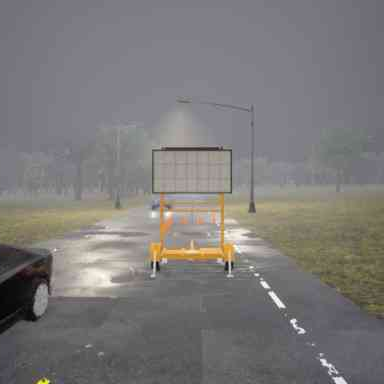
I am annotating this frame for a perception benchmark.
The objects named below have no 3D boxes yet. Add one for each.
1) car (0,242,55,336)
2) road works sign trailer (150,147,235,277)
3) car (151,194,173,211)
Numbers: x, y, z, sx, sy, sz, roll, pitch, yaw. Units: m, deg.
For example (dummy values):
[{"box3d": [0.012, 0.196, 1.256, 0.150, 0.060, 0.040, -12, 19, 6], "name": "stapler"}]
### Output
[{"box3d": [-3.596, 1.473, 4.428, 1.882, 1.535, 5.008, 0, 0, 0], "name": "car"}, {"box3d": [0.006, 0.446, 10.160, 2.380, 3.560, 2.880, 0, 0, 0], "name": "road works sign trailer"}, {"box3d": [-3.470, 1.054, 38.908, 2.150, 2.045, 5.566, 0, 0, 0], "name": "car"}]
